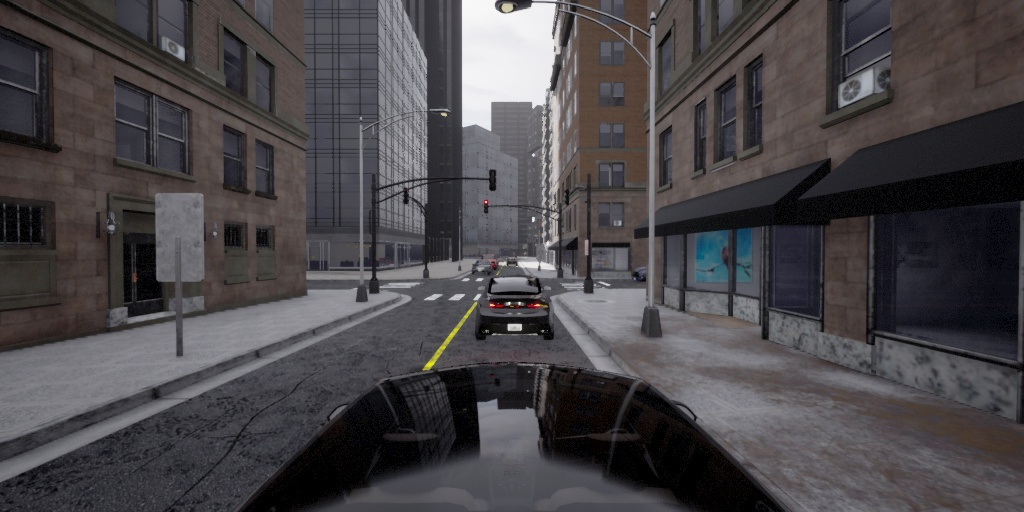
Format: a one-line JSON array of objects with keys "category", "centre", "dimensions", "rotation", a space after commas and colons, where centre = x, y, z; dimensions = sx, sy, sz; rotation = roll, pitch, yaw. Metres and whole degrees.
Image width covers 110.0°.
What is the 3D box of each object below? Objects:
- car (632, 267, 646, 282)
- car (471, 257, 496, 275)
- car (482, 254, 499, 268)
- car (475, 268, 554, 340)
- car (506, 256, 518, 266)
[{"category": "car", "centre": [10.824, 1.011, 25.118], "dimensions": [4.553, 1.767, 2.097], "rotation": [0, 1, -1]}, {"category": "car", "centre": [-3.135, 1.162, 37.941], "dimensions": [2.128, 1.511, 4.902], "rotation": [0, 0, 0]}, {"category": "car", "centre": [-3.153, 0.808, 48.245], "dimensions": [2.150, 2.045, 5.566], "rotation": [0, 1, 0]}, {"category": "car", "centre": [0.070, 1.252, 9.952], "dimensions": [1.837, 1.490, 4.892], "rotation": [0, 0, 0]}, {"category": "car", "centre": [0.031, 0.912, 63.622], "dimensions": [1.837, 1.490, 4.892], "rotation": [0, 0, 0]}]
